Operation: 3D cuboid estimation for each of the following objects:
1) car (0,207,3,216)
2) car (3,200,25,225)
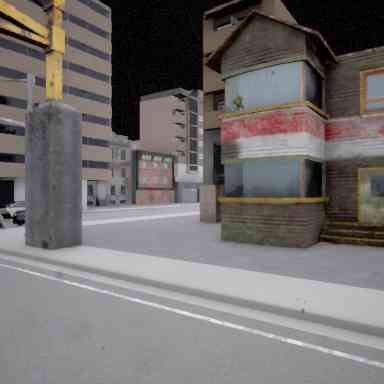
[{"bbox_3d":[-13.222,1.233,25.685,4.536,1.218,1.853,0,0,-30],"label":"car"},{"bbox_3d":[-10.065,1.397,22.985,2.038,1.542,4.974,0,0,15],"label":"car"}]
